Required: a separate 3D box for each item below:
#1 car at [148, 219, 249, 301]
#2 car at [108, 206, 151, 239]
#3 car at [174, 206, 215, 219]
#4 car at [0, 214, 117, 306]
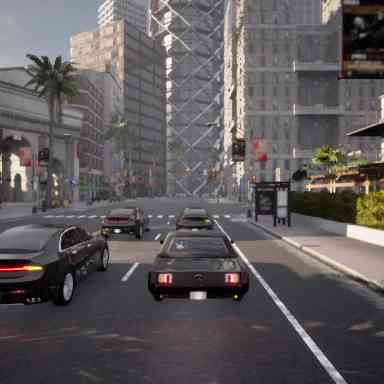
[{"bbox_3d":[0.122,1.601,8.285,1.895,1.301,4.718,0,0,0],"label":"car"},{"bbox_3d":[-3.362,1.505,17.433,1.837,1.490,4.892,0,0,0],"label":"car"},{"bbox_3d":[0.137,1.505,17.548,1.837,1.490,4.892,0,0,0],"label":"car"},{"bbox_3d":[-3.370,1.505,8.027,1.837,1.490,4.892,0,0,0],"label":"car"}]
